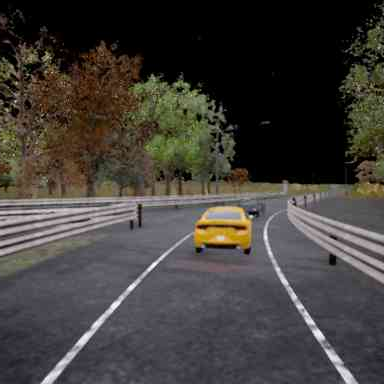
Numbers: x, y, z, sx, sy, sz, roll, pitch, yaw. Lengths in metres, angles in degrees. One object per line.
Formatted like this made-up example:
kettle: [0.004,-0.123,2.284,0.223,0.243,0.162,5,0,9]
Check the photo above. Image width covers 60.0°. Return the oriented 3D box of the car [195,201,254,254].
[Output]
car: [1.334,1.314,12.906,1.882,1.535,5.008,0,0,10]

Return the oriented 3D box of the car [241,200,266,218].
car: [4.723,1.268,26.430,1.895,1.301,4.718,1,1,20]
